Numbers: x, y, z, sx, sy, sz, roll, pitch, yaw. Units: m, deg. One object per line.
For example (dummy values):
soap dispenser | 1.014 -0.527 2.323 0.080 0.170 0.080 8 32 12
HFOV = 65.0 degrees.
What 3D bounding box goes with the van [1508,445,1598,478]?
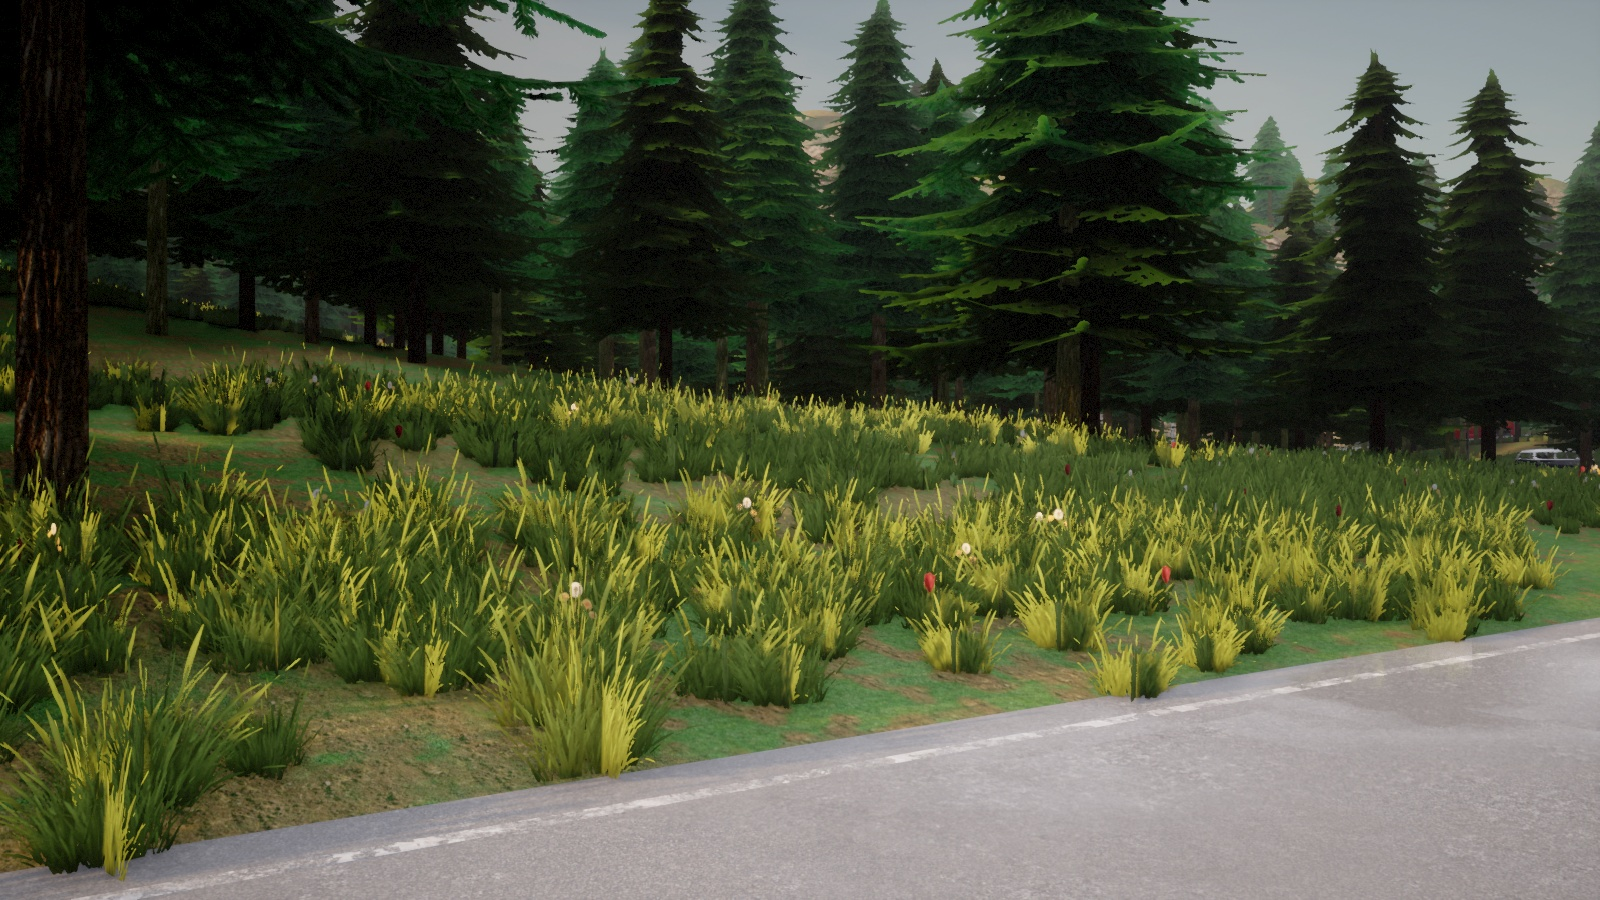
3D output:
van | 47.922 0.703 80.028 2.069 2.038 4.480 0 0 -35
